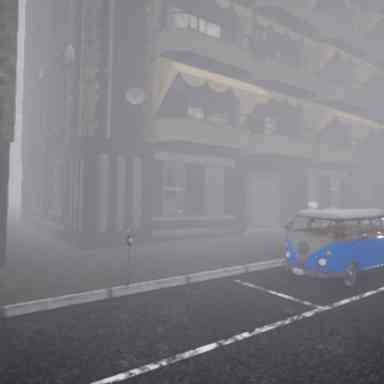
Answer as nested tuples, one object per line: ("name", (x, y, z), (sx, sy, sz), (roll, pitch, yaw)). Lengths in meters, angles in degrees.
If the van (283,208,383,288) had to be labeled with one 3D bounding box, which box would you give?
("van", (4.236, 1.356, 9.025), (3.998, 1.788, 1.690), (0, 2, -35))
